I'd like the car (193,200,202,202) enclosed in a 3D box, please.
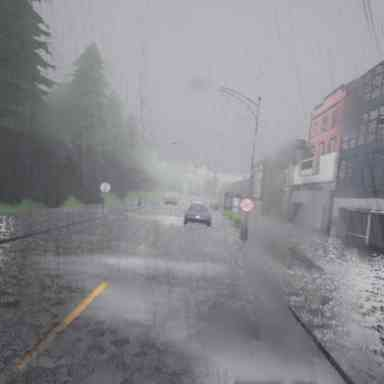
[{"bbox_3d":[0.661,1.796,42.825,1.812,1.442,4.674,7,0,1],"label":"car"}]

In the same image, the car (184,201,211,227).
[{"bbox_3d":[0.452,1.729,25.390,1.994,1.385,4.181,7,0,1],"label":"car"}]

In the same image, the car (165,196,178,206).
[{"bbox_3d":[-3.282,1.416,53.935,2.033,1.411,5.357,7,0,1],"label":"car"}]
